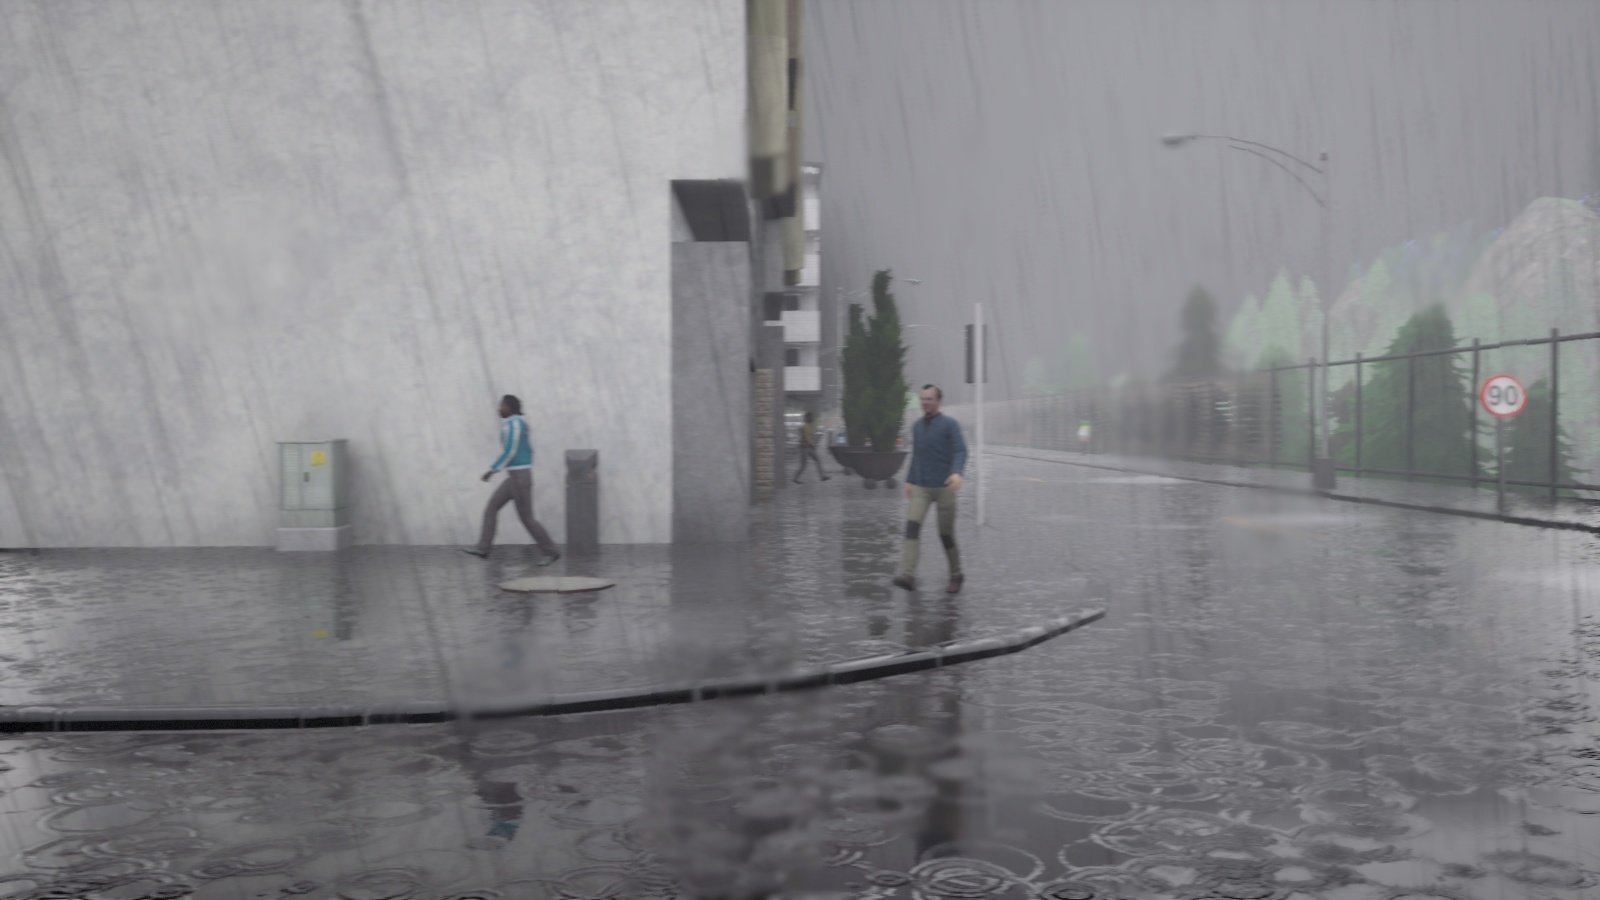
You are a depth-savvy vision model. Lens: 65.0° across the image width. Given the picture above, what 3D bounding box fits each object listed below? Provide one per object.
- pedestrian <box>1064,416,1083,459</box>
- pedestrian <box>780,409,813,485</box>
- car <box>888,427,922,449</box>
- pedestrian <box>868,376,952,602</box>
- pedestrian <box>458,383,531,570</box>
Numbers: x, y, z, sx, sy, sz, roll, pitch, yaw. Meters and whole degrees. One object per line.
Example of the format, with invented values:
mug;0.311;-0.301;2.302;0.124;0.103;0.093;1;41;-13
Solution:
pedestrian;12.516;-0.589;57.555;0.659;1.952;0.873;0;1;0
pedestrian;-0.087;-0.084;30.869;0.709;1.840;0.431;0;1;14
car;6.963;-0.815;83.416;1.816;1.474;4.193;0;1;-2
pedestrian;0.937;0.314;10.653;0.402;1.842;0.726;1;1;34
pedestrian;-3.197;0.273;13.162;0.692;1.930;0.396;0;1;-6
